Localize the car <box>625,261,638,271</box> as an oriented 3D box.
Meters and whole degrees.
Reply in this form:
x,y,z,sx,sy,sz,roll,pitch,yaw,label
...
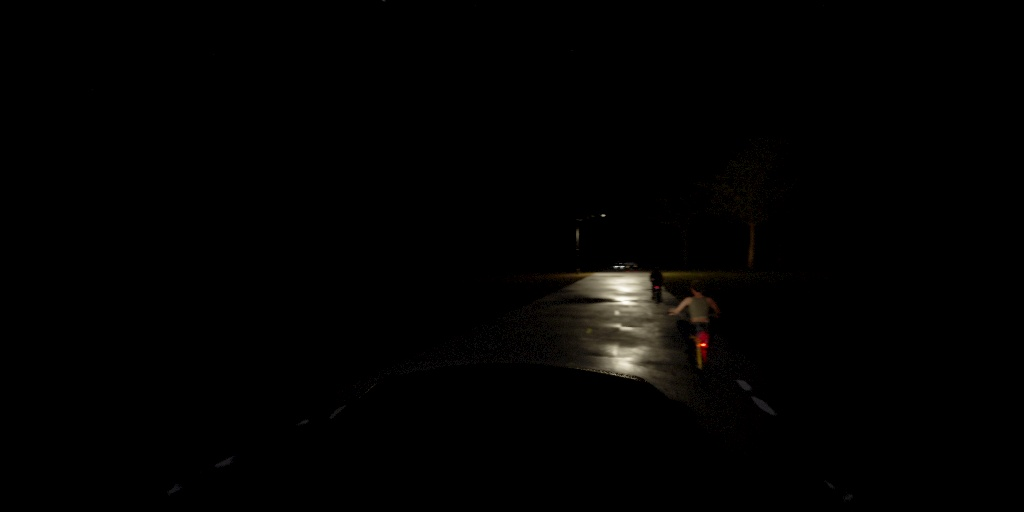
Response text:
x,y,z,sx,sy,sz,roll,pitch,yaw,label
19.476,1.731,58.524,1.895,1.301,4.718,-1,-1,18,car

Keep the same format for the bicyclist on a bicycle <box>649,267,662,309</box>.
x,y,z,sx,sy,sz,roll,pitch,yaw,label
5.877,1.279,14.597,0.582,1.620,1.656,-1,-1,18,bicyclist on a bicycle

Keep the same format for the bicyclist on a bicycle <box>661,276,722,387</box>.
x,y,z,sx,sy,sz,roll,pitch,yaw,label
3.086,1.199,5.988,0.866,1.612,1.509,-1,-1,18,bicyclist on a bicycle
